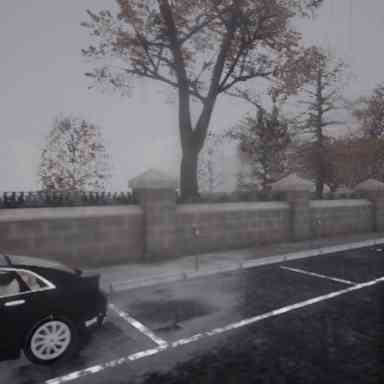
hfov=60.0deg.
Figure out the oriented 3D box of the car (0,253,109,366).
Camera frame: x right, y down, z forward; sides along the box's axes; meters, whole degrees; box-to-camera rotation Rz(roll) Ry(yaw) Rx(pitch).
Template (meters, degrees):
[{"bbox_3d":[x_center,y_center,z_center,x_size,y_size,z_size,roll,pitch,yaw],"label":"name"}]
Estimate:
[{"bbox_3d":[-3.294,1.550,4.214,4.403,1.369,2.008,0,0,-36],"label":"car"}]
